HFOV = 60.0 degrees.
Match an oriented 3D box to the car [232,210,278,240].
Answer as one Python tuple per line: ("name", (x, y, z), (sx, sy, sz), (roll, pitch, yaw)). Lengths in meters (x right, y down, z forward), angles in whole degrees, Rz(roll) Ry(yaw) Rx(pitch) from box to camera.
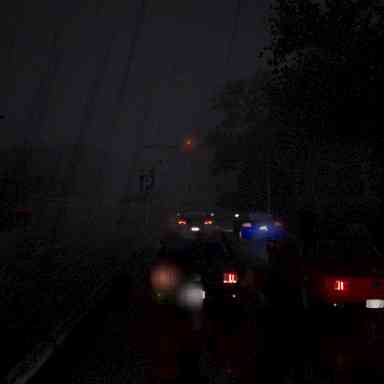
("car", (3.164, 1.588, 16.607), (1.994, 1.385, 4.181), (0, 0, 1))

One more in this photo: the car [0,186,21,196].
("car", (-28.164, 0.136, 52.224), (2.002, 1.452, 4.674), (6, -3, -19))

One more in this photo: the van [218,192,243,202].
("van", (7.284, 1.042, 63.950), (4.442, 1.987, 1.878), (1, 0, -14))

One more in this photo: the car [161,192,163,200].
("car", (-9.639, 1.359, 76.306), (4.674, 1.452, 2.002), (-1, 0, -13))

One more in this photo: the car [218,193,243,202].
("car", (7.668, 1.141, 66.919), (4.553, 1.767, 2.185), (1, 0, -14))

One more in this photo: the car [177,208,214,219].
("car", (0.171, 1.552, 17.452), (1.812, 1.442, 4.674), (0, 0, 1))

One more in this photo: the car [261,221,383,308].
("car", (3.120, 1.611, 7.859), (1.895, 1.301, 4.718), (0, 0, 0))

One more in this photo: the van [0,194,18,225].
("van", (-13.602, 1.296, 20.571), (4.442, 1.987, 1.878), (-1, 0, -19))

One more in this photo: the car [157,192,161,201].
("car", (-10.011, 1.321, 73.311), (4.892, 1.521, 2.231), (-1, 0, -14))

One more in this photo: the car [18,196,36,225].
("car", (-13.627, 1.403, 23.549), (4.553, 1.767, 2.185), (-1, 0, -19))

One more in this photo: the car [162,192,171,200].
("car", (-8.451, 1.357, 85.290), (4.674, 1.452, 2.002), (-1, 0, -12))

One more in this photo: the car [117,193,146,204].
("car", (-11.443, 1.358, 61.355), (4.792, 1.488, 2.163), (-1, 0, -15))

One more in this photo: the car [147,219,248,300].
("car", (0.110, 1.612, 8.350), (1.895, 1.301, 4.718), (0, 0, 0))

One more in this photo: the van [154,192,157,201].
("van", (-10.239, 1.093, 70.340), (4.442, 1.987, 1.878), (-1, 0, -14))

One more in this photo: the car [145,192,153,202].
("car", (-10.798, 1.315, 64.348), (5.366, 1.575, 1.946), (-1, 0, -15))

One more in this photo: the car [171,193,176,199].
("car", (-8.001, 1.064, 88.296), (5.566, 2.045, 2.435), (-1, 0, -12))
